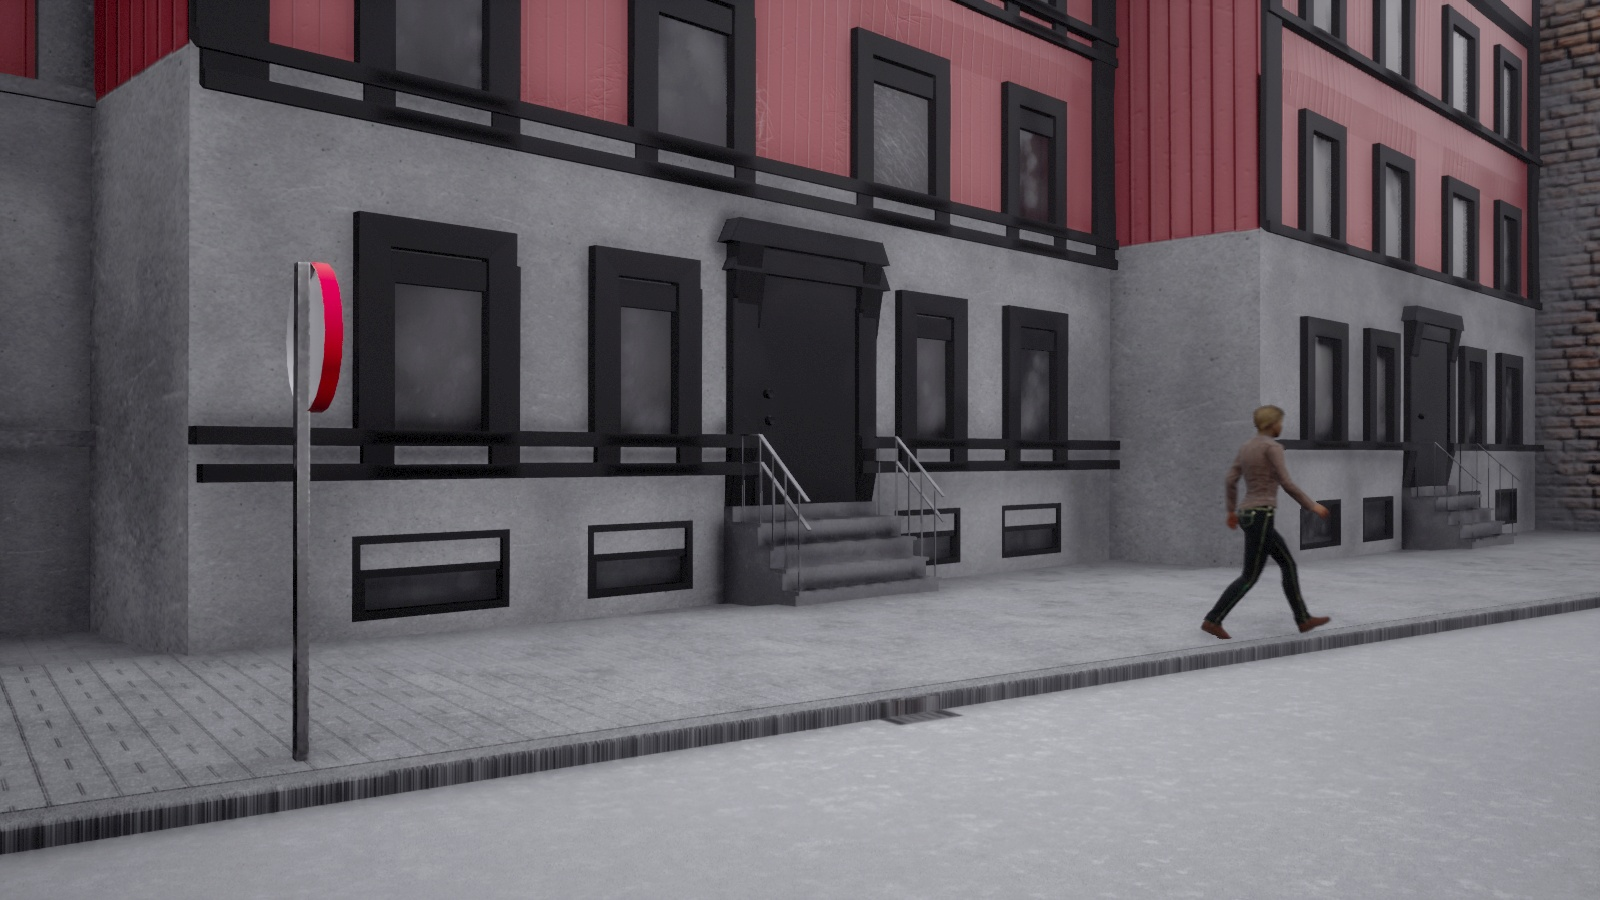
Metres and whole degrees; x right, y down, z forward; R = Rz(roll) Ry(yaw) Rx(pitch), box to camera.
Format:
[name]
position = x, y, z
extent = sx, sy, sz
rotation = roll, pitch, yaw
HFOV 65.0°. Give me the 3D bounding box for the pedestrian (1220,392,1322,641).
[pedestrian]
position = 3.554, 0.492, 9.496
extent = 0.634, 1.846, 0.331
rotation = 0, 0, -2
